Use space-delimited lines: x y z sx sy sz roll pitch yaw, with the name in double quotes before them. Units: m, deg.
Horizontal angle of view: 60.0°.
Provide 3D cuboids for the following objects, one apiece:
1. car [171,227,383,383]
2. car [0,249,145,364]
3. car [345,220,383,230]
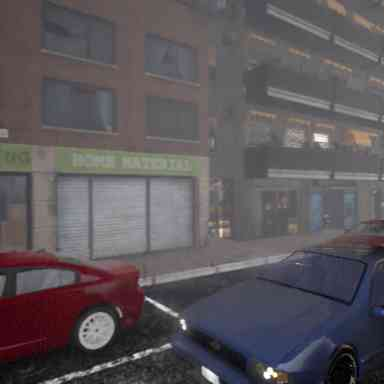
"car" 2.360 1.552 5.053 5.357 1.411 2.033 0 0 -35
"car" -2.847 1.545 4.538 4.507 1.381 1.887 0 -1 -35
"car" 6.147 1.593 10.952 4.206 1.307 1.802 0 -1 -35
